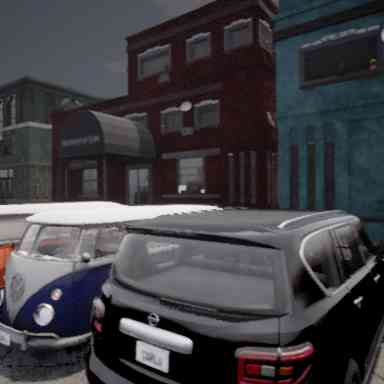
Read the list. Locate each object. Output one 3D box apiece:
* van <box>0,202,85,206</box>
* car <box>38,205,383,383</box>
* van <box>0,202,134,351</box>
[{"bbox_3d":[-3.194,1.252,7.779,1.878,1.987,4.442,0,0,36],"label":"van"},{"bbox_3d":[1.278,1.228,4.478,2.435,2.045,5.566,0,0,36],"label":"car"},{"bbox_3d":[-1.069,1.251,5.975,1.878,1.987,4.442,0,0,36],"label":"van"}]
